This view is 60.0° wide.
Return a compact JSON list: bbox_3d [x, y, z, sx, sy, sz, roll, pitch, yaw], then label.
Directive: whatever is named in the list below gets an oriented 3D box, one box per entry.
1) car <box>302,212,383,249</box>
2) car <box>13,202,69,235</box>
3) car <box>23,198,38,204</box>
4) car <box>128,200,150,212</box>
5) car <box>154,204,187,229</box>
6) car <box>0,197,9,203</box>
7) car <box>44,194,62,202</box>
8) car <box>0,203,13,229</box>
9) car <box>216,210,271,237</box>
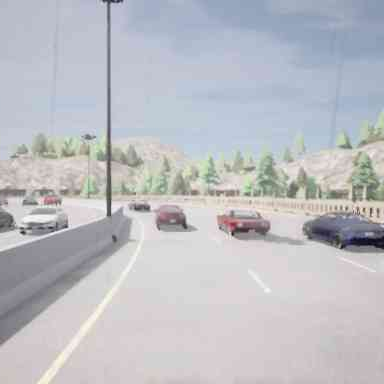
[{"bbox_3d":[6.480,1.559,14.520,1.994,1.385,4.181,0,0,-6],"label":"car"},{"bbox_3d":[-8.357,1.532,19.178,1.812,1.442,4.674,0,0,-9],"label":"car"},{"bbox_3d":[-28.152,1.720,57.865,2.033,1.411,5.357,0,0,-35],"label":"car"},{"bbox_3d":[-6.422,1.639,39.908,1.895,1.301,4.718,0,0,-21],"label":"car"},{"bbox_3d":[-1.456,1.529,21.543,1.812,1.442,4.674,0,0,-9],"label":"car"},{"bbox_3d":[-34.533,1.732,60.292,2.128,1.511,4.902,0,0,-39],"label":"car"},{"bbox_3d":[-24.746,1.384,59.112,2.150,2.045,5.566,0,0,-35],"label":"car"},{"bbox_3d":[-11.928,1.574,19.326,1.994,1.385,4.181,0,0,-10],"label":"car"},{"bbox_3d":[2.608,1.598,18.167,1.895,1.301,4.718,0,0,-7],"label":"car"}]
